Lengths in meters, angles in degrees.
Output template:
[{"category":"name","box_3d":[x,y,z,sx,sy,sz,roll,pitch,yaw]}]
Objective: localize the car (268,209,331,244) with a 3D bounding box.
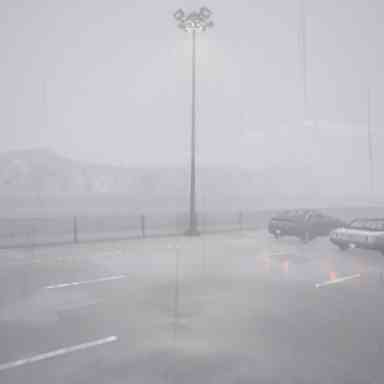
[{"category":"car","box_3d":[5.955,1.630,16.711,4.902,1.511,2.128,1,0,-35]}]

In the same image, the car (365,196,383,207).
[{"category":"car","box_3d":[35.954,1.861,65.436,5.566,2.045,2.150,1,0,-43]}]

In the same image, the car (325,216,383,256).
[{"category":"car","box_3d":[7.827,1.736,13.752,4.718,1.301,1.895,1,0,-35]}]
